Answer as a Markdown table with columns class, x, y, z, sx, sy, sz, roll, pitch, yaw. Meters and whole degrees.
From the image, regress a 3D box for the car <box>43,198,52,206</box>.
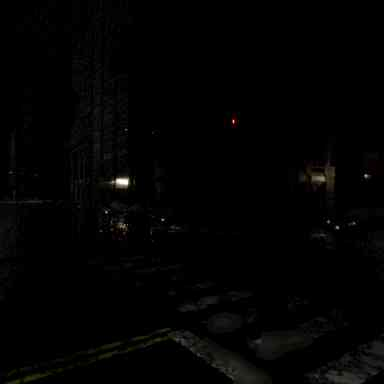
| class | x | y | z | sx | sy | sz | roll | pitch | yaw |
| --- | --- | --- | --- | --- | --- | --- | --- | --- | --- |
| car | -26.506 | 1.802 | 62.428 | 2.128 | 1.511 | 4.902 | 1 | -1 | -36 |

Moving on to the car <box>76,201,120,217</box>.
| class | x | y | z | sx | sy | sz | roll | pitch | yaw |
| --- | --- | --- | --- | --- | --- | --- | --- | --- | --- |
| car | -9.324 | 1.620 | 32.722 | 2.128 | 1.511 | 4.902 | 1 | -1 | -36 |

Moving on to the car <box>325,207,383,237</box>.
| class | x | y | z | sx | sy | sz | roll | pitch | yaw |
| --- | --- | --- | --- | --- | --- | --- | --- | --- | --- |
| car | 9.295 | 1.559 | 18.277 | 4.674 | 1.442 | 1.812 | 0 | 0 | -35 |

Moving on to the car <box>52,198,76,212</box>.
| class | x | y | z | sx | sy | sz | roll | pitch | yaw |
| --- | --- | --- | --- | --- | --- | --- | --- | --- | --- |
| car | -15.478 | 1.724 | 41.408 | 2.033 | 1.411 | 5.357 | 1 | -1 | -34 |

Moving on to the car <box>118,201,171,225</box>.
| class | x | y | z | sx | sy | sz | roll | pitch | yaw |
| --- | --- | --- | --- | --- | --- | --- | --- | --- | --- |
| car | -3.370 | 1.607 | 24.360 | 1.812 | 1.442 | 4.674 | 1 | -1 | -37 |
